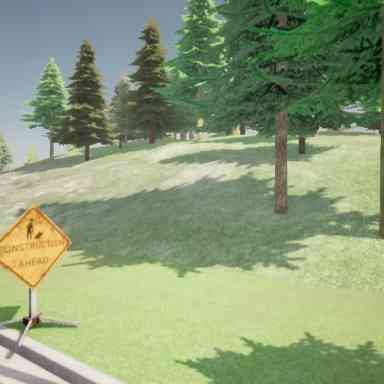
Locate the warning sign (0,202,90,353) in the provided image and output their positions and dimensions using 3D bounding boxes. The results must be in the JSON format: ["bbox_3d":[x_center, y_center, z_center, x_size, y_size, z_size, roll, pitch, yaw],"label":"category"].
[{"bbox_3d":[-2.421,1.112,5.043,1.060,1.860,1.300,0,0,36],"label":"warning sign"}]
